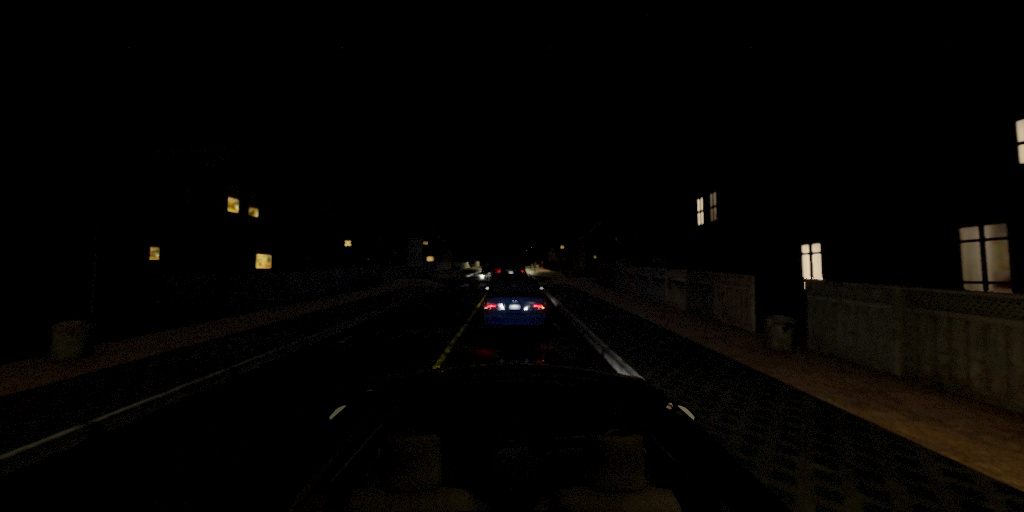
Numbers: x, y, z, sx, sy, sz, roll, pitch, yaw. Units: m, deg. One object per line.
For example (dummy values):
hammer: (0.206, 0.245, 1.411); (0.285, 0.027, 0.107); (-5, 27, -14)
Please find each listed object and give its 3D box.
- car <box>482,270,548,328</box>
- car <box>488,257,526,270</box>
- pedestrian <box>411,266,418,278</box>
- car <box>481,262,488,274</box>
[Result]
car: (0.080, 1.353, 11.598); (2.033, 1.411, 5.357); (0, 0, 0)
car: (-0.296, 1.105, 24.270); (2.150, 2.045, 5.566); (0, 0, -5)
pedestrian: (-9.866, 1.333, 36.163); (0.375, 1.860, 0.375); (0, -3, -1)
car: (-2.909, 1.547, 46.802); (1.882, 1.535, 5.008); (0, 0, 0)
